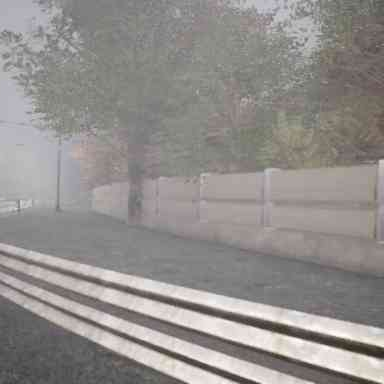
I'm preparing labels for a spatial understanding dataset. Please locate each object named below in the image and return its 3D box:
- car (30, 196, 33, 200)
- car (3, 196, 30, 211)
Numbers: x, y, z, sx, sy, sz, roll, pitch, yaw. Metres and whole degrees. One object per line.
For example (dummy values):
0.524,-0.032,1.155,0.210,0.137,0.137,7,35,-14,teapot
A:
-34.638,1.575,69.825,1.882,1.535,5.008,1,-1,-17,car
-23.157,1.490,43.595,2.097,1.767,4.553,1,-1,-17,car
